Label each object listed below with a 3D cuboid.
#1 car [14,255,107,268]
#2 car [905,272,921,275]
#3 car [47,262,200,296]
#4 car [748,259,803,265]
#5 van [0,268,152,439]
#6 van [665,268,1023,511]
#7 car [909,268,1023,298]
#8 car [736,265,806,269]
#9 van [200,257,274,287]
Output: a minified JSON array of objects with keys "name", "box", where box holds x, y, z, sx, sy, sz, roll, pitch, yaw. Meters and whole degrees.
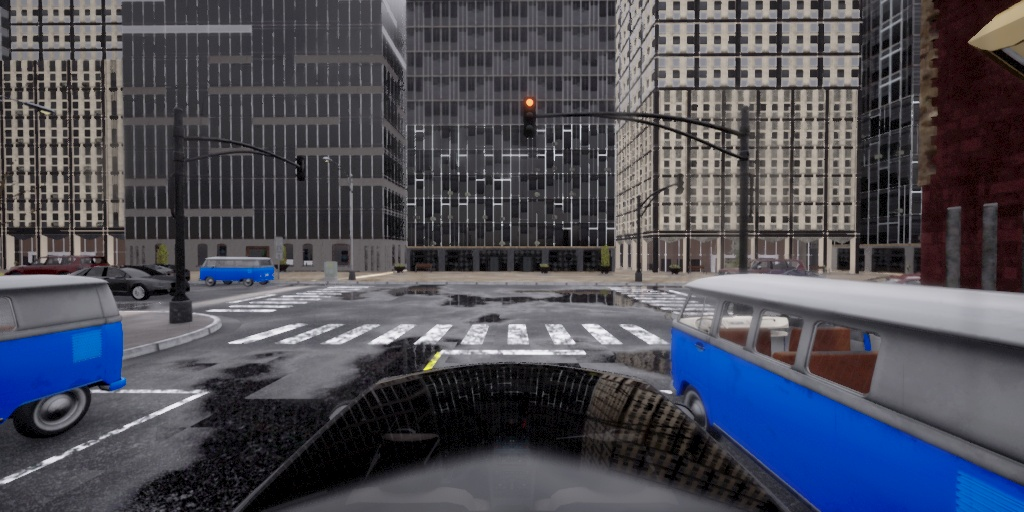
[{"name":"car","box":[-28.145,0.872,22.421,5.009,1.841,2.192,0,0,1]},{"name":"car","box":[15.213,1.436,13.661,4.507,1.381,1.888,0,0,1]},{"name":"car","box":[-17.722,1.192,16.527,4.892,1.490,1.837,0,1,1]},{"name":"car","box":[15.288,1.087,22.040,5.009,1.841,2.192,0,0,1]},{"name":"van","box":[-5.690,1.090,2.789,1.690,1.789,3.998,0,0,0]},{"name":"van","box":[2.690,1.090,2.736,1.690,1.789,3.998,0,0,0]},{"name":"car","box":[25.262,1.410,19.351,5.357,1.411,2.033,0,1,0]},{"name":"car","box":[14.797,1.370,19.443,4.181,1.385,1.994,0,1,1]},{"name":"van","box":[-17.100,0.948,22.324,3.998,1.789,1.690,0,0,1]}]
